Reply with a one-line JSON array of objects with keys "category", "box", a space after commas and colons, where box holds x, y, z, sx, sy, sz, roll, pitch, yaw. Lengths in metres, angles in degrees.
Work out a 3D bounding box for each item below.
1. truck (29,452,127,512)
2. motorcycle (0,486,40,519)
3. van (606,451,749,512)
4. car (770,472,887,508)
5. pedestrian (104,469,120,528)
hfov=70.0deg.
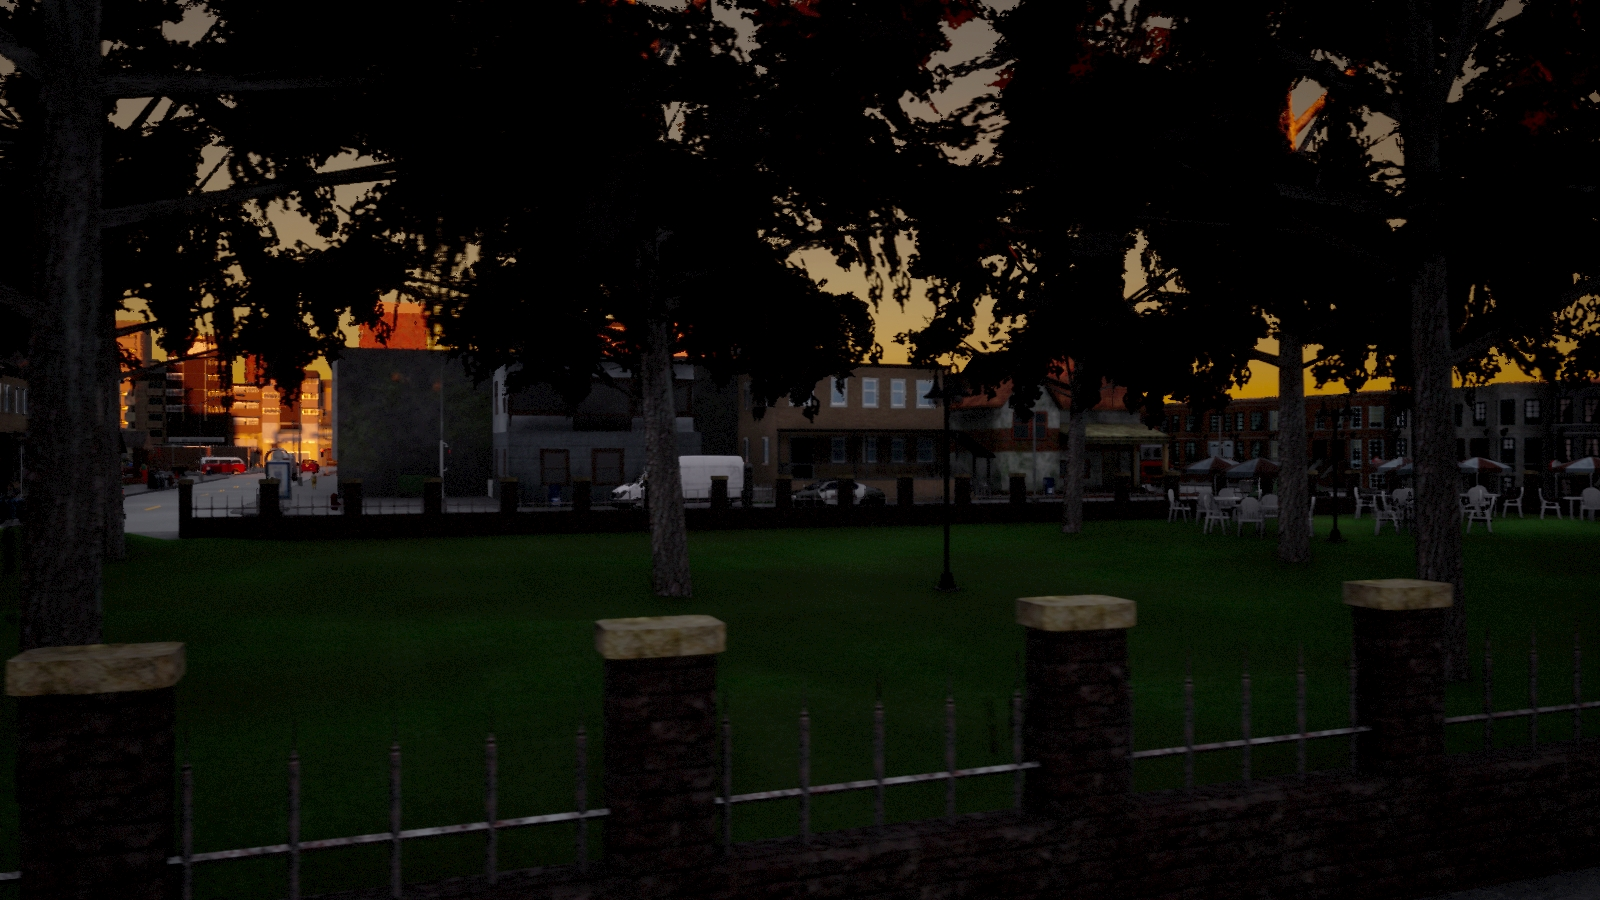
[{"category": "truck", "box": [-31.671, 1.348, 50.324, 2.627, 2.467, 5.204, 0, 0, -20]}, {"category": "motorcycle", "box": [-29.991, 1.992, 43.468, 0.803, 1.145, 2.033, -1, 0, -1]}, {"category": "van", "box": [-5.363, 1.315, 50.076, 5.915, 2.561, 1.988, 0, 0, -20]}, {"category": "car", "box": [1.327, 1.820, 52.628, 4.974, 1.542, 2.038, 0, 0, -21]}, {"category": "pedestrian", "box": [-21.693, 1.524, 36.035, 0.375, 1.860, 0.375, 0, 0, -20]}]
